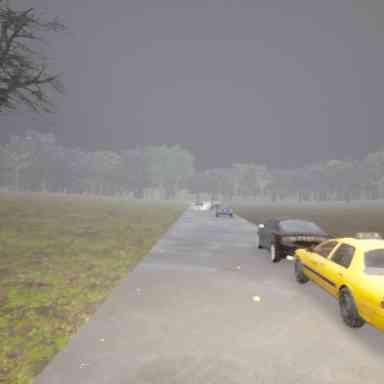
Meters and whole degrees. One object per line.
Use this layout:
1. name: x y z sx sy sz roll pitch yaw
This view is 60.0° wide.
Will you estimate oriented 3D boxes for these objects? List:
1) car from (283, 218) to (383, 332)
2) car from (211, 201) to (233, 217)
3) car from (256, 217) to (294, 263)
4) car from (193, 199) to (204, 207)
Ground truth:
1. car: 3.649 1.626 7.209 1.801 1.575 5.366 1 -1 1
2. car: 3.556 2.047 37.470 2.033 1.411 5.357 1 -1 2
3. car: 3.778 1.721 13.018 1.882 1.535 5.008 1 -1 1
4. car: 1.392 2.211 66.093 1.837 1.490 4.892 1 0 1
